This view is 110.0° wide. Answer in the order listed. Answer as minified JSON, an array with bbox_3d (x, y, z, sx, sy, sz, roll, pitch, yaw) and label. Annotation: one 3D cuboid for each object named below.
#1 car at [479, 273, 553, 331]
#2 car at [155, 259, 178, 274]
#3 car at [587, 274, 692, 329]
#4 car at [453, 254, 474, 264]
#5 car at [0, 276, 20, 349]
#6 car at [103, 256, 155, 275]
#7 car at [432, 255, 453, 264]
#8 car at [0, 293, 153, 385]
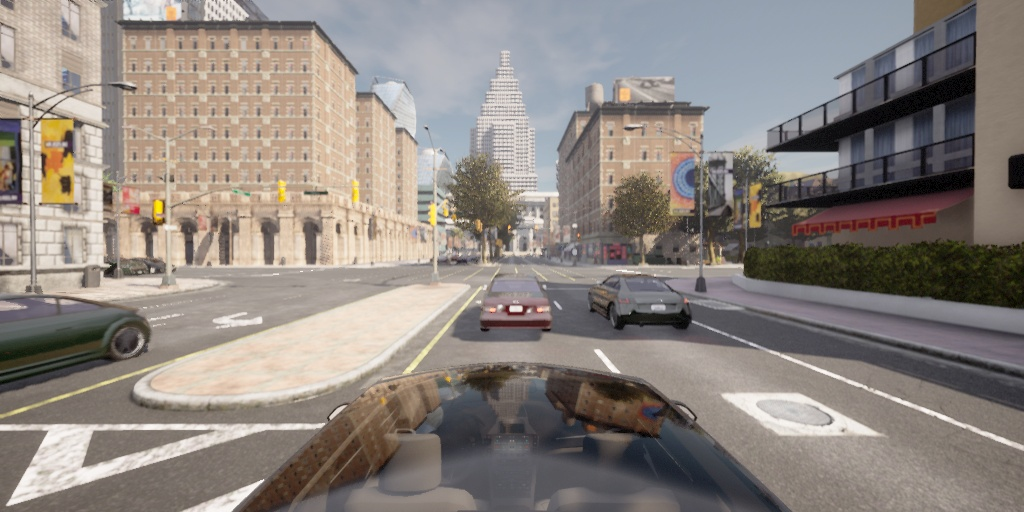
[{"bbox_3d":[0.091,1.201,10.536,2.033,1.411,5.357,0,1,0],"label":"car"},{"bbox_3d":[-34.186,0.902,33.516,4.892,1.490,1.837,1,1,0],"label":"car"},{"bbox_3d":[3.588,1.214,10.798,1.994,1.385,4.181,0,0,0],"label":"car"},{"bbox_3d":[-8.133,0.710,60.391,1.895,1.301,4.718,0,1,0],"label":"car"},{"bbox_3d":[-11.573,1.214,5.301,1.837,1.490,4.892,0,1,0],"label":"car"},{"bbox_3d":[-33.415,0.795,30.018,4.553,1.767,2.097,0,1,0],"label":"car"},{"bbox_3d":[-11.634,0.637,60.295,1.812,1.442,4.674,0,1,0],"label":"car"},{"bbox_3d":[-8.074,1.274,5.275,1.994,1.385,4.181,0,1,0],"label":"car"}]
